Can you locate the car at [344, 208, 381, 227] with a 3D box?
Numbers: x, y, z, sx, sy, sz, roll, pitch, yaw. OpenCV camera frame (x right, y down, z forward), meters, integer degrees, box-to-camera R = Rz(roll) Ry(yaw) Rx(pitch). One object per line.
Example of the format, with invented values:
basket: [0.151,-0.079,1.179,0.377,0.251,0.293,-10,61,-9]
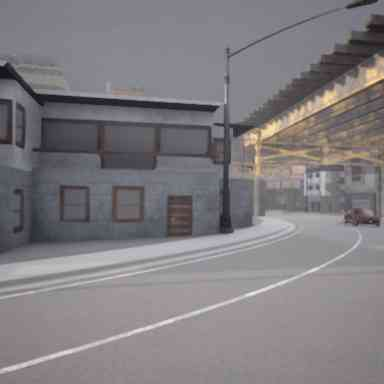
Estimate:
car: [14.456,2.123,28.421,1.882,1.535,5.008,1,-2,11]
